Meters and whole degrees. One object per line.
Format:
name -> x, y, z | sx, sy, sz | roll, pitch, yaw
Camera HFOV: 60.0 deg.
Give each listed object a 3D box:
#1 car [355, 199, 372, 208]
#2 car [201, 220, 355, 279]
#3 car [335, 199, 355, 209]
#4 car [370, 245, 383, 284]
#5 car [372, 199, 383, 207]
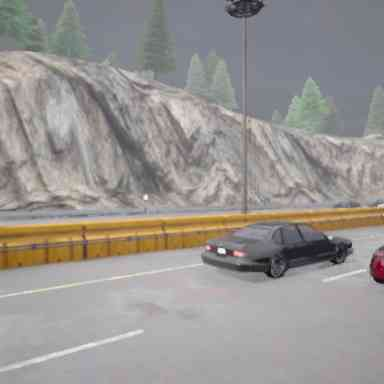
car -> 24.993, 1.711, 45.557 | 4.674, 1.442, 1.812 | 0, 0, -27
car -> 2.816, 1.597, 10.223 | 5.357, 1.411, 2.033 | 0, 0, -36
car -> 22.782, 1.769, 48.343 | 4.181, 1.385, 1.994 | 0, 0, -27
car -> 6.381, 1.596, 8.491 | 4.181, 1.385, 1.994 | 0, 0, -36
car -> 25.318, 1.766, 41.820 | 4.718, 1.301, 1.895 | 0, 0, -27
